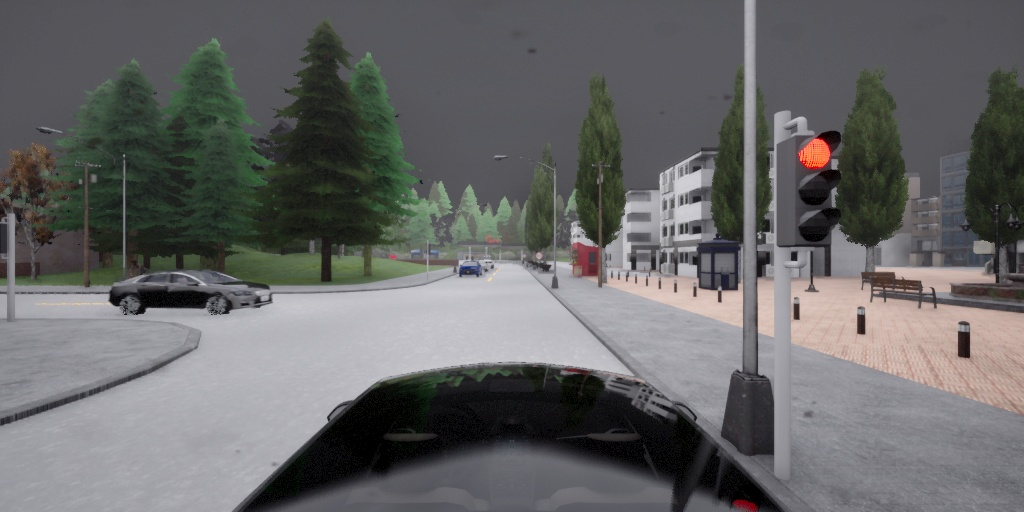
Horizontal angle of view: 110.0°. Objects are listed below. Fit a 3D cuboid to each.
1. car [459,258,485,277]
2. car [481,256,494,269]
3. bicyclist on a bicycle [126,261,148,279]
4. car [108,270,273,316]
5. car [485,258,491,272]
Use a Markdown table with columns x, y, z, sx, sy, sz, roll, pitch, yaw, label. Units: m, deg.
| x | y | z | sx | sy | sz | roll | pitch | yaw | label |
| --- | --- | --- | --- | --- | --- | --- | --- | --- | --- |
| -4.081 | 1.228 | 35.850 | 1.882 | 1.535 | 5.008 | 0 | 0 | 0 | car |
| -4.012 | 0.971 | 56.410 | 2.150 | 2.045 | 5.566 | 0 | 0 | 0 | car |
| -22.132 | 1.099 | 21.162 | 0.582 | 1.620 | 1.656 | 0 | 0 | 0 | bicyclist on a bicycle |
| -11.248 | 1.241 | 12.754 | 4.902 | 1.511 | 2.128 | 0 | 0 | 0 | car |
| -4.059 | 1.276 | 46.011 | 1.812 | 1.442 | 4.674 | 0 | 0 | 0 | car |
